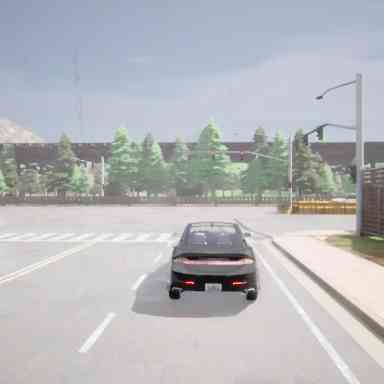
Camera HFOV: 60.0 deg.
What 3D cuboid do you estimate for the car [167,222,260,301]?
[{"bbox_3d":[0.511,1.491,8.374,2.128,1.511,4.902,0,0,3],"label":"car"}]

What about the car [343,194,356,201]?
[{"bbox_3d":[19.831,1.220,41.332,5.566,2.045,2.150,0,0,2],"label":"car"}]

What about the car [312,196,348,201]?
[{"bbox_3d":[14.550,1.490,37.950,4.902,1.511,2.128,0,0,1],"label":"car"}]
